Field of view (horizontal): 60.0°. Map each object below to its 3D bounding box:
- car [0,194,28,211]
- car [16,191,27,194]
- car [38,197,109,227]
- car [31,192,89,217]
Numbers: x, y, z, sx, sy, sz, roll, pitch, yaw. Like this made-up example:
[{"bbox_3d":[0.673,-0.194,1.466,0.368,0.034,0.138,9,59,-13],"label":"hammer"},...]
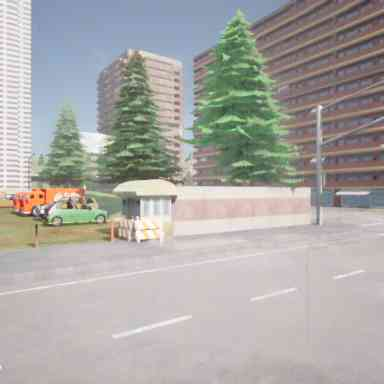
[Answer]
[{"bbox_3d":[-24.520,1.392,44.116,4.193,1.474,1.816,0,0,-35],"label":"car"},{"bbox_3d":[-25.799,1.202,46.638,3.866,1.878,1.905,0,0,-35],"label":"car"},{"bbox_3d":[-7.437,1.338,21.495,3.988,1.617,1.851,0,0,-35],"label":"car"},{"bbox_3d":[-9.461,1.170,25.546,4.605,1.855,1.932,0,0,-35],"label":"car"}]
